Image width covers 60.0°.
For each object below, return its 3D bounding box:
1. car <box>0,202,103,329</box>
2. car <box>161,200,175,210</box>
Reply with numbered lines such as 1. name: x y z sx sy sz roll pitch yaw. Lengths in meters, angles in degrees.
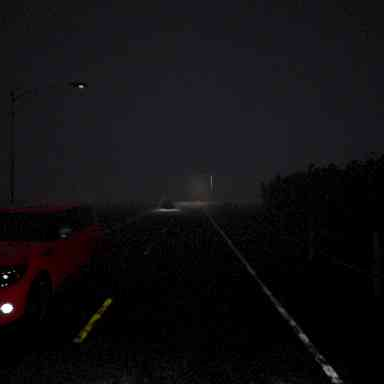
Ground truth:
1. car: -3.602 1.275 7.377 2.150 2.045 5.566 0 0 0
2. car: -3.587 1.926 50.583 1.994 1.385 4.181 0 -1 0
